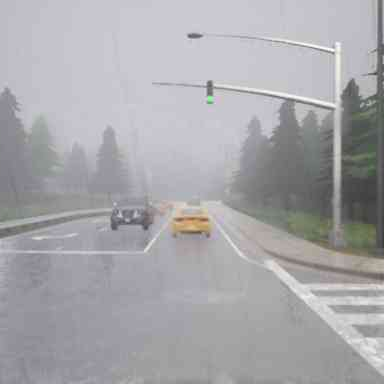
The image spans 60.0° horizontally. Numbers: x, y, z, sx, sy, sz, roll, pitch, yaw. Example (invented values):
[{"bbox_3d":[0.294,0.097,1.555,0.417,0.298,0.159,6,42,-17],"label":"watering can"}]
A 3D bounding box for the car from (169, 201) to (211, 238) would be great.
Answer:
[{"bbox_3d":[-0.024,1.464,17.754,1.882,1.535,5.008,0,0,0],"label":"car"}]

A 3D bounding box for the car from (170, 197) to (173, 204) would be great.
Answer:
[{"bbox_3d":[-3.468,1.334,41.774,2.097,1.767,4.553,0,0,1],"label":"car"}]

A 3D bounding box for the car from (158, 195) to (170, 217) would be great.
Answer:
[{"bbox_3d":[-3.605,1.337,31.524,2.097,1.767,4.553,0,0,0],"label":"car"}]

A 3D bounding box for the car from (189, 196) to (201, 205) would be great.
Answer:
[{"bbox_3d":[0.586,1.479,58.708,1.837,1.490,4.892,0,0,2],"label":"car"}]

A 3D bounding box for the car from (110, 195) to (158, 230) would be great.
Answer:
[{"bbox_3d":[-3.642,1.210,21.230,2.150,2.045,5.566,0,0,-2],"label":"car"}]

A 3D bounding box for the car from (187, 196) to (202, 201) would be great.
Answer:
[{"bbox_3d":[0.205,1.525,48.315,2.033,1.411,5.357,0,0,2],"label":"car"}]
